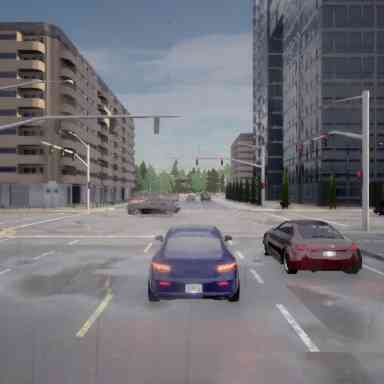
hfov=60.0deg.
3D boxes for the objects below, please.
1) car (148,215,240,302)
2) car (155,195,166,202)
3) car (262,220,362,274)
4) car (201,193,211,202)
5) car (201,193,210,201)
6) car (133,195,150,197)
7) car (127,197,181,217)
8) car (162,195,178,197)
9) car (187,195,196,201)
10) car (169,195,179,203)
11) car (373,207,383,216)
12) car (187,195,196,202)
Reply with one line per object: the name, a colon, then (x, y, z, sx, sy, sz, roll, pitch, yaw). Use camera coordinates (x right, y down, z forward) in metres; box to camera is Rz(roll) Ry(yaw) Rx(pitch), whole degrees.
car: (0.044, 1.526, 8.139, 1.812, 1.442, 4.674, 0, 0, 0)
car: (-7.186, 1.464, 76.655, 1.882, 1.535, 5.008, 0, 0, 1)
car: (3.552, 1.564, 10.563, 1.994, 1.385, 4.181, 0, 0, 0)
car: (3.325, 1.355, 77.706, 2.097, 1.767, 4.553, 0, 0, 1)
car: (3.432, 1.225, 87.869, 2.150, 2.045, 5.566, 0, 0, 1)
car: (-7.483, 1.352, 45.657, 2.097, 1.767, 4.553, 0, 0, 0)
car: (-3.491, 1.517, 30.782, 4.902, 1.511, 2.128, 0, 0, 0)
car: (-3.929, 1.601, 60.110, 1.895, 1.301, 4.718, 0, 0, 1)
car: (-0.069, 1.525, 87.841, 2.128, 1.511, 4.902, 0, 0, 1)
car: (-3.751, 1.478, 70.461, 1.882, 1.535, 5.008, 0, 0, 1)
car: (19.449, 1.656, 30.750, 4.718, 1.301, 1.895, 0, 0, 0)
car: (-0.195, 1.541, 75.020, 2.033, 1.411, 5.357, 0, 0, 1)
